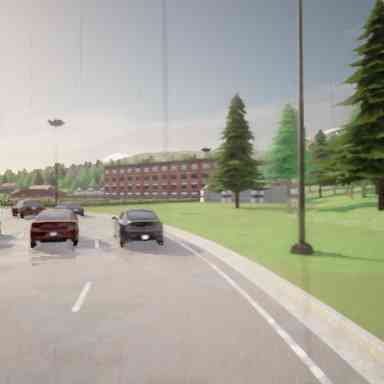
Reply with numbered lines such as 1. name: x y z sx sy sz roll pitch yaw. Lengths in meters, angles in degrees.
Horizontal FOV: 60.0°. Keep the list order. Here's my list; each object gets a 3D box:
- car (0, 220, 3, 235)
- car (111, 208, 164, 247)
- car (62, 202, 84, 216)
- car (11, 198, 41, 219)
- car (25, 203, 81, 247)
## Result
1. car: -10.537 1.606 16.150 1.812 1.442 4.674 0 0 -21
2. car: -2.568 1.529 15.410 1.837 1.490 4.892 0 0 -17
3. car: -12.225 1.662 32.810 1.994 1.385 4.181 0 0 -39
4. car: -15.413 1.472 31.178 2.097 1.767 4.553 -1 0 -40
5. car: -6.308 1.528 15.575 1.882 1.535 5.008 0 0 -19
